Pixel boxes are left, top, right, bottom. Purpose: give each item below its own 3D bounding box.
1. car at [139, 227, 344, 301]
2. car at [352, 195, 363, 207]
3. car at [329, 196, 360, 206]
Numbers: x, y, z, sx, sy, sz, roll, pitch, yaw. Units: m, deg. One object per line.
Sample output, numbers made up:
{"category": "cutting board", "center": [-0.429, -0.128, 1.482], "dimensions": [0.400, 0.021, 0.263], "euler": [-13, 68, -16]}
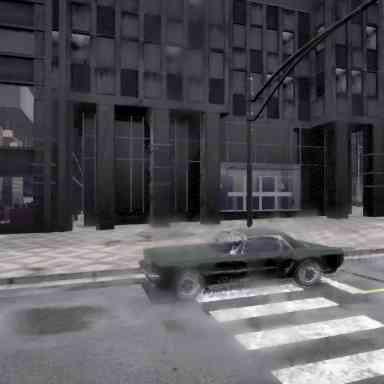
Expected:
{"category": "car", "center": [1.129, 1.572, 8.075], "dimensions": [4.718, 1.301, 1.895], "euler": [-1, 0, -17]}
{"category": "car", "center": [21.319, 1.189, 42.133], "dimensions": [2.128, 1.511, 4.902], "euler": [0, -1, -17]}
{"category": "car", "center": [22.513, 1.327, 49.276], "dimensions": [1.994, 1.385, 4.181], "euler": [0, -1, -16]}
